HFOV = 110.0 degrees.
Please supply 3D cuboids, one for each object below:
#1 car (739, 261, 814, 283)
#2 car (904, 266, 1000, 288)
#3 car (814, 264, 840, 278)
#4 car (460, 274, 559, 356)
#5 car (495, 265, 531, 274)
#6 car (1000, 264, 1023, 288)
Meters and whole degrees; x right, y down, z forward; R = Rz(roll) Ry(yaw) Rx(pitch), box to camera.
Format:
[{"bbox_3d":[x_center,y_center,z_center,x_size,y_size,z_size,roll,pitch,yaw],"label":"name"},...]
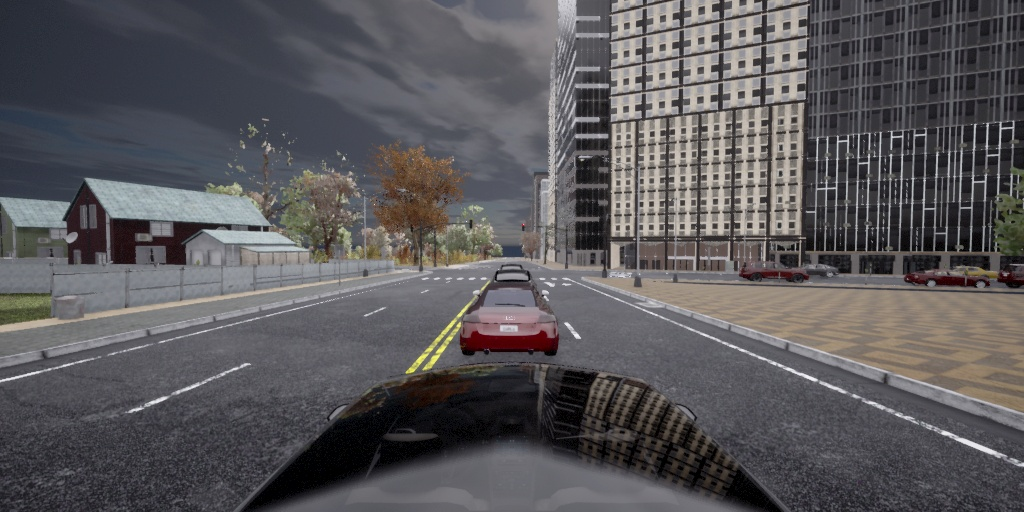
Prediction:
[{"bbox_3d":[22.980,1.393,31.714,5.009,1.841,2.192,0,0,20],"label":"car"},{"bbox_3d":[33.630,1.715,27.828,4.507,1.381,1.888,0,0,20],"label":"car"},{"bbox_3d":[31.007,1.469,37.172,4.403,1.370,2.007,0,0,20],"label":"car"},{"bbox_3d":[-0.032,1.311,8.642,1.994,1.385,4.181,0,0,1],"label":"car"},{"bbox_3d":[0.030,1.251,14.027,1.837,1.490,4.892,0,0,0],"label":"car"},{"bbox_3d":[38.956,1.530,25.885,5.009,1.841,2.192,0,0,20],"label":"car"}]
